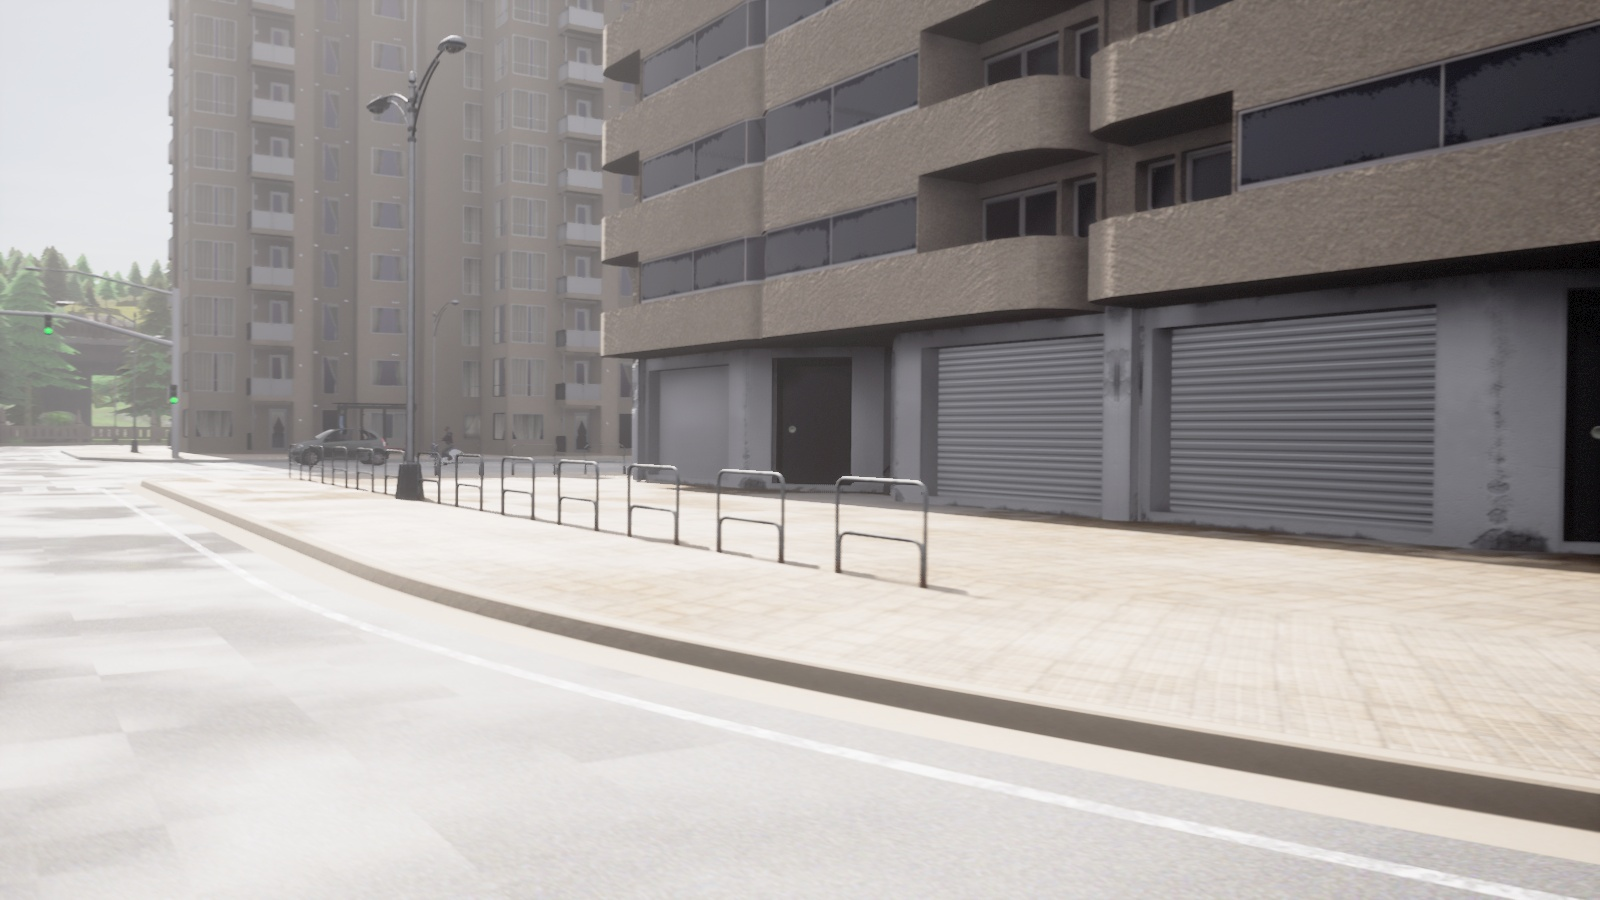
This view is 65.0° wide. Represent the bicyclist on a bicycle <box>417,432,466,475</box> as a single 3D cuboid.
[{"bbox_3d":[-15.010,0.118,52.550,1.843,1.776,0.659,-1,1,-34],"label":"bicyclist on a bicycle"}]

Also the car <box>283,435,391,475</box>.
[{"bbox_3d":[-19.760,0.173,53.577,3.988,1.617,1.851,-1,1,-33],"label":"car"}]
